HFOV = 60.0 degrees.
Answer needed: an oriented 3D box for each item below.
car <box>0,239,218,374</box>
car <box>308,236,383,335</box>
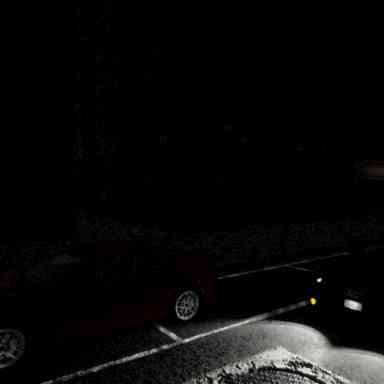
[{"bbox_3d":[-1.613,1.545,5.601,4.507,1.381,1.887,0,1,-35],"label":"car"},{"bbox_3d":[4.112,1.565,6.293,4.181,1.385,1.994,0,0,-35],"label":"car"}]
